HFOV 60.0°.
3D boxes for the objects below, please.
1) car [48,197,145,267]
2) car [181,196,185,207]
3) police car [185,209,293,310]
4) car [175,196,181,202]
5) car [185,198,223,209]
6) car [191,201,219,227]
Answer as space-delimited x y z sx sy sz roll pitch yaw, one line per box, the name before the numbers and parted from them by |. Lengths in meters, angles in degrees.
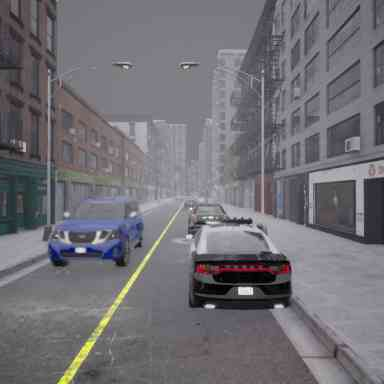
car | -3.037 1.227 11.804 2.150 2.045 5.566 0 0 0
car | -0.113 1.557 46.858 2.128 1.511 4.902 0 0 0
police car | 0.876 1.429 8.065 1.930 1.638 5.238 0 0 0
car | -3.270 1.697 83.766 1.812 1.442 4.674 0 0 0
car | 0.843 1.363 17.926 2.097 1.767 4.553 0 0 0
car | 0.824 1.476 24.146 1.801 1.575 5.366 0 0 0
